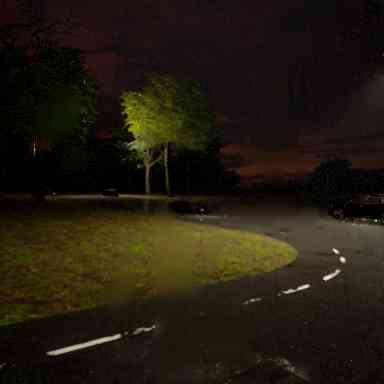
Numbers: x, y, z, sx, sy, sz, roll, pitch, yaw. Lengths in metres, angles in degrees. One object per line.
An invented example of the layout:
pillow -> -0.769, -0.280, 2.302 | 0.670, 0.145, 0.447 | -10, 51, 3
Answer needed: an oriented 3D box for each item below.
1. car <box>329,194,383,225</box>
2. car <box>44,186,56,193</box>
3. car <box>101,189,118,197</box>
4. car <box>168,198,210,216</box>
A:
car -> 12.391, 1.149, 23.015 | 2.150, 2.045, 5.566 | -1, 2, -35
car -> -36.872, -0.725, 86.303 | 2.097, 1.767, 4.553 | -1, 2, -33
car -> -15.385, 0.143, 62.110 | 2.128, 1.511, 4.902 | -1, 2, -35
car -> -0.302, 1.227, 28.800 | 1.994, 1.385, 4.181 | -1, 2, -35
